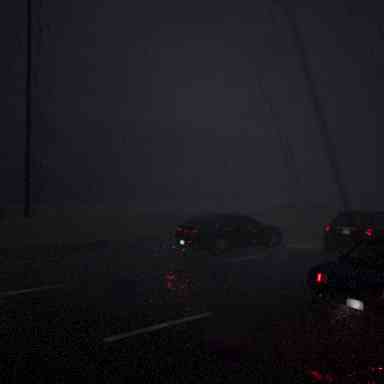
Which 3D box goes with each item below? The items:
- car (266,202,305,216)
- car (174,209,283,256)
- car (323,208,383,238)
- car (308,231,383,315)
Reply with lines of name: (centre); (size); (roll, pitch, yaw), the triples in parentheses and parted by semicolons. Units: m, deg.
car: (10.490, 1.840, 37.225); (4.181, 1.385, 1.994); (1, 0, -35)
car: (1.610, 1.588, 13.481); (4.892, 1.490, 1.837); (1, 0, -35)
car: (7.291, 1.476, 13.229); (4.553, 1.767, 2.097); (1, 0, -35)
car: (4.641, 1.672, 7.048); (4.718, 1.301, 1.895); (1, 0, -35)
